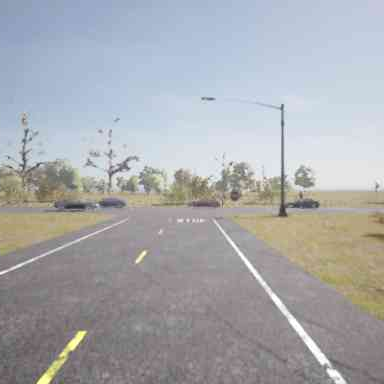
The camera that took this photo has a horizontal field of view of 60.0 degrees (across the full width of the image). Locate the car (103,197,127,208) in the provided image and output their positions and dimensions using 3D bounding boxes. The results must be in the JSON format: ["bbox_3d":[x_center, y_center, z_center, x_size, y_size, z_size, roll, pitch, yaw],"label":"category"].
[{"bbox_3d":[-11.181,1.454,45.097,4.674,1.442,1.812,0,0,-2],"label":"car"}]

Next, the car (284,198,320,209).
[{"bbox_3d":[14.951,1.545,45.792,5.008,1.535,1.882,-1,0,-2],"label":"car"}]

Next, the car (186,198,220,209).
[{"bbox_3d":[1.532,1.522,45.421,4.674,1.442,1.812,0,0,-1],"label":"car"}]

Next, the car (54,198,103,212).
[{"bbox_3d":[-13.231,1.426,38.039,4.902,1.511,2.128,0,0,-2],"label":"car"}]
